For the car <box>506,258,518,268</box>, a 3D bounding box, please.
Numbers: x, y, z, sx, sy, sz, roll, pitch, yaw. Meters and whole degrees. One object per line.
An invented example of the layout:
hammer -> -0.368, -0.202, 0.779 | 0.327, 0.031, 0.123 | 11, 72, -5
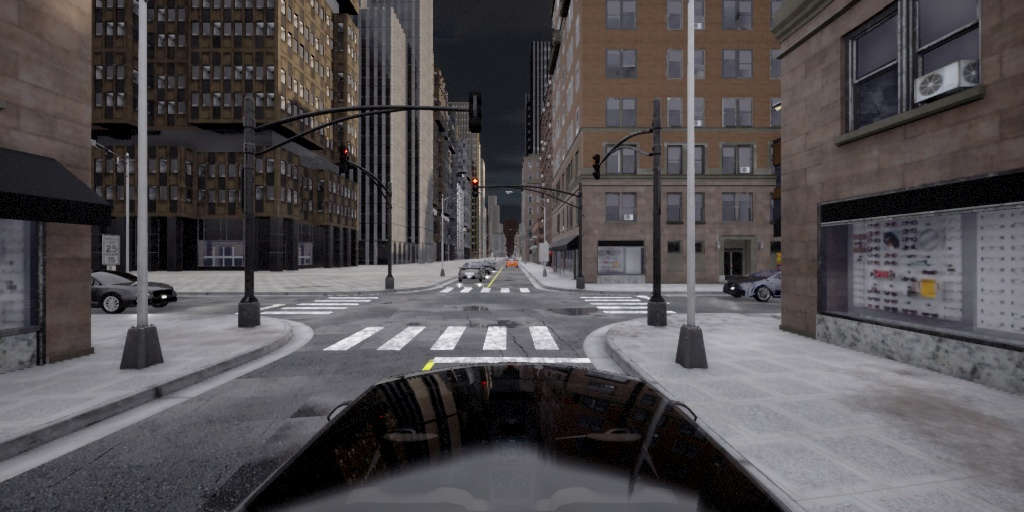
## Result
car -> -0.025, 1.103, 61.640 | 2.097, 1.767, 4.553 | 0, 0, 0

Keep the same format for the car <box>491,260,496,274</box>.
car -> -3.177, 1.299, 39.312 | 2.033, 1.411, 5.357 | 0, 0, 0

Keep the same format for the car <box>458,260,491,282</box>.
car -> -3.155, 1.243, 28.906 | 2.128, 1.511, 4.902 | 0, 0, 0

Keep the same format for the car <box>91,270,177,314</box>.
car -> -15.259, 1.259, 13.210 | 4.892, 1.490, 1.837 | 0, 0, -1

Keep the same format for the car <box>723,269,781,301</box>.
car -> 12.220, 1.314, 16.648 | 4.181, 1.385, 1.994 | 0, 0, -1
